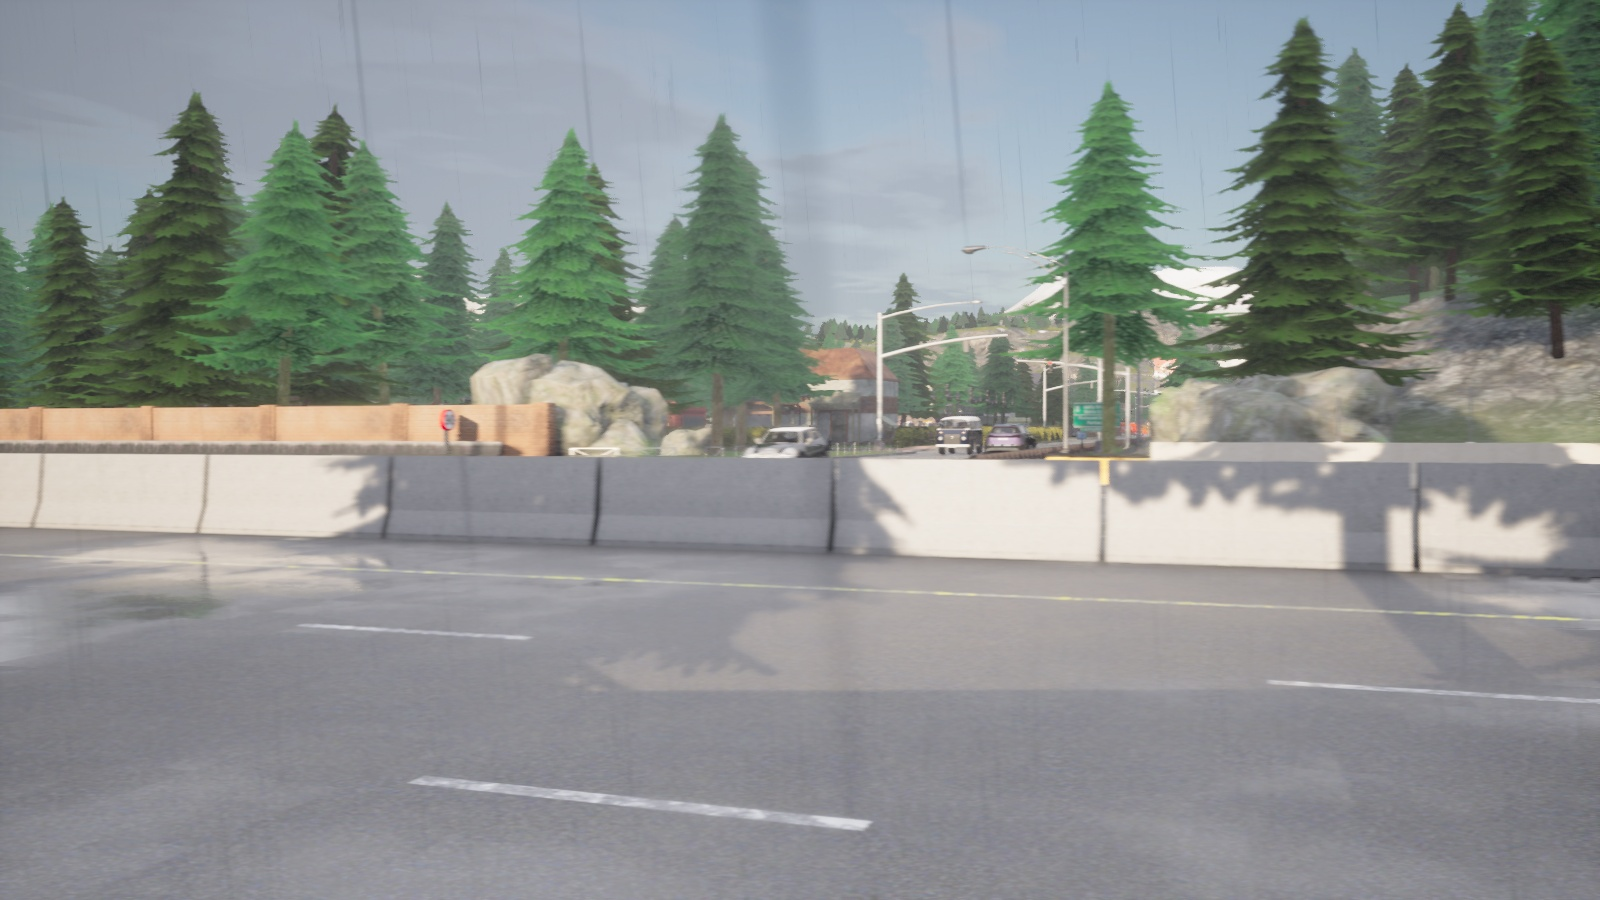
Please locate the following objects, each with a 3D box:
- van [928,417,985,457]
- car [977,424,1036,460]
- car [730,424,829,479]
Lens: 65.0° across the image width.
[{"bbox_3d":[8.304,-0.713,66.389,2.069,2.038,4.480,1,1,19],"label":"van"},{"bbox_3d":[10.021,-0.400,60.674,2.033,1.649,4.856,1,1,19],"label":"car"},{"bbox_3d":[-0.609,-0.005,40.759,1.970,1.475,3.806,1,5,19],"label":"car"}]
